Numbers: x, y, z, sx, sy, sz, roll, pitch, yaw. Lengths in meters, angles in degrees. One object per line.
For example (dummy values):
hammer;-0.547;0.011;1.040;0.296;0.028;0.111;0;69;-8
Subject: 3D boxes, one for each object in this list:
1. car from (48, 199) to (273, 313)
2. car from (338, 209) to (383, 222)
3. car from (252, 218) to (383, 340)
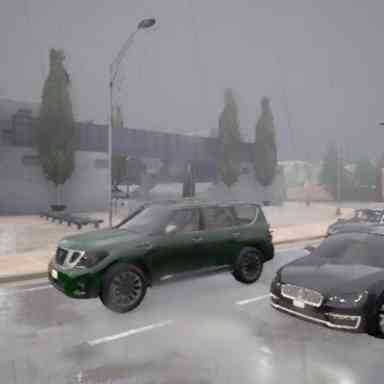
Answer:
car;-0.400;1.221;8.028;5.566;2.045;2.150;0;0;-36
car;7.522;1.485;13.993;4.902;1.511;2.128;0;0;-39
car;3.634;1.502;6.655;4.892;1.490;1.837;0;0;-36
